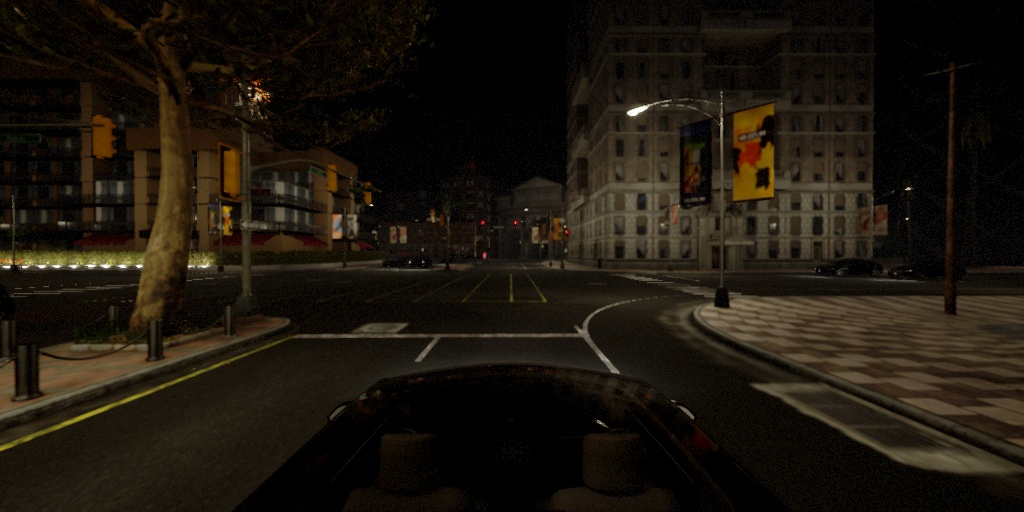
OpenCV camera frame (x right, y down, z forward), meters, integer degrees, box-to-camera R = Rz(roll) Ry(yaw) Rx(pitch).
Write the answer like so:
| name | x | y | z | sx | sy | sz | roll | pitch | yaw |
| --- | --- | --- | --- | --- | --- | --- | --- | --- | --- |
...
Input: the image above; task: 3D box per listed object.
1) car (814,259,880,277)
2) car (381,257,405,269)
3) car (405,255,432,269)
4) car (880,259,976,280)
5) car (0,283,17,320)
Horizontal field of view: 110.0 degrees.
| name | x | y | z | sx | sy | sz | roll | pitch | yaw |
| --- | --- | --- | --- | --- | --- | --- | --- | --- | --- |
| car | 28.477 | 0.988 | 30.392 | 4.892 | 1.490 | 1.837 | 0 | 1 | 0 |
| car | -15.028 | 0.857 | 46.185 | 2.033 | 1.411 | 5.357 | 0 | 1 | 0 |
| car | -11.600 | 0.690 | 45.669 | 2.097 | 1.767 | 4.553 | 0 | 1 | 0 |
| car | 31.101 | 1.042 | 26.892 | 4.674 | 1.442 | 1.812 | 0 | 1 | 0 |
| car | -15.004 | 1.034 | 8.035 | 2.097 | 1.767 | 4.553 | 0 | 0 | 0 |
